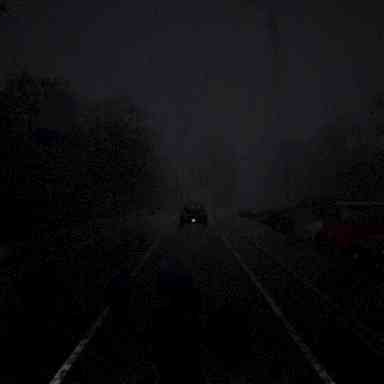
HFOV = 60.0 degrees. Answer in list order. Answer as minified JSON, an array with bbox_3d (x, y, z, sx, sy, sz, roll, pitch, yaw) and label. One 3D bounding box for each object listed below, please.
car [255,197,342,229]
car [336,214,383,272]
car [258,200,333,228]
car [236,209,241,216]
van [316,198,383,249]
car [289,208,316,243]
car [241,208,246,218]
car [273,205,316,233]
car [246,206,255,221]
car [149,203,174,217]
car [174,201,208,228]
[{"bbox_3d":[7.053,1.339,20.433,5.566,2.045,2.435,0,0,0],"label":"car"},{"bbox_3d":[7.079,1.518,9.326,5.008,1.535,2.097,0,0,0],"label":"car"},{"bbox_3d":[7.114,1.486,23.203,4.553,1.767,2.185,0,0,0],"label":"car"},{"bbox_3d":[6.903,1.709,31.520,5.366,1.575,1.946,0,-1,0],"label":"car"},{"bbox_3d":[7.193,1.311,12.104,4.442,1.987,1.878,0,0,0],"label":"van"},{"bbox_3d":[7.080,1.595,14.879,4.674,1.452,2.002,0,0,0],"label":"car"},{"bbox_3d":[7.092,1.671,28.751,4.892,1.521,2.231,0,-1,0],"label":"car"},{"bbox_3d":[7.109,1.602,17.654,4.792,1.488,2.163,0,0,0],"label":"car"},{"bbox_3d":[7.091,1.636,25.979,5.008,1.535,2.097,0,-1,0],"label":"car"},{"bbox_3d":[-3.340,1.882,34.947,1.994,1.385,4.181,0,-1,0],"label":"car"},{"bbox_3d":[0.102,1.636,23.702,2.128,1.511,4.902,0,-1,0],"label":"car"}]
